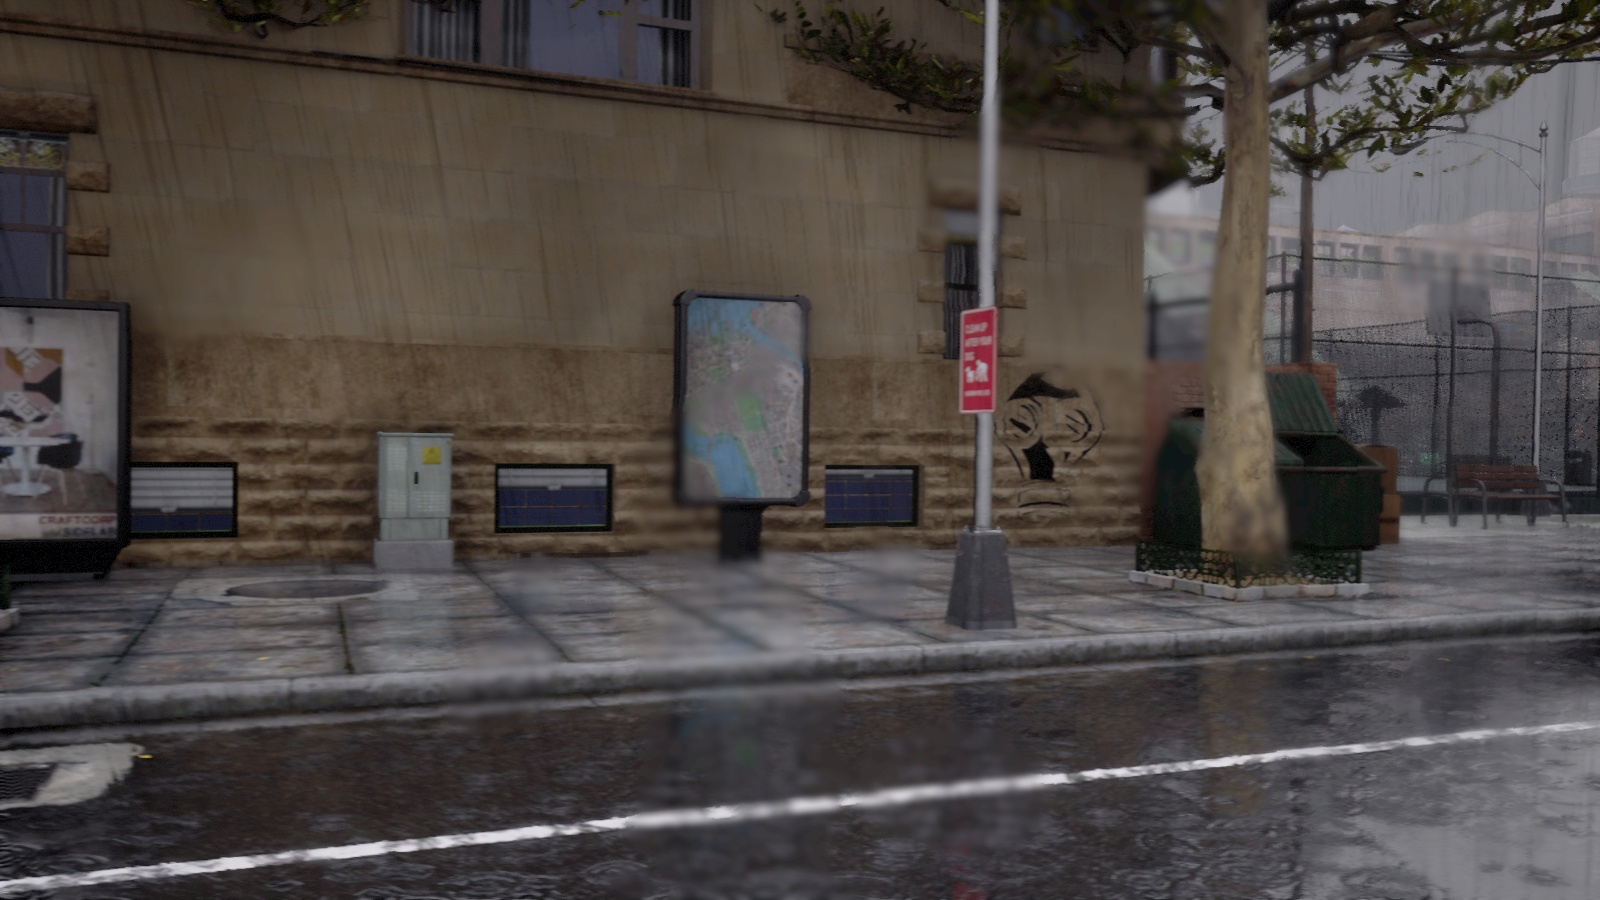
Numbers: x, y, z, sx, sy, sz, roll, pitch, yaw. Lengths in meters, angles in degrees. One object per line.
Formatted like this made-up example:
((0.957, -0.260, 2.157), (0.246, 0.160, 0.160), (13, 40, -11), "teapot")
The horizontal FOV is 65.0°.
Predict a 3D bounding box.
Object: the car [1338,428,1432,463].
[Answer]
((26.614, -0.231, 57.236), (1.789, 1.549, 3.705), (-1, 1, -21), "car")

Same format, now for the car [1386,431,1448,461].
((29.378, -0.211, 59.838), (1.481, 1.376, 2.207), (-1, 1, -21), "car")

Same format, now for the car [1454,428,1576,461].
((33.465, -0.275, 58.941), (1.837, 1.490, 4.892), (-1, 1, -21), "car")
